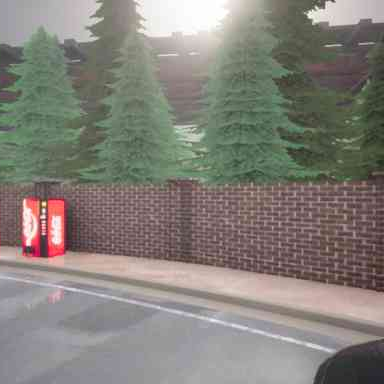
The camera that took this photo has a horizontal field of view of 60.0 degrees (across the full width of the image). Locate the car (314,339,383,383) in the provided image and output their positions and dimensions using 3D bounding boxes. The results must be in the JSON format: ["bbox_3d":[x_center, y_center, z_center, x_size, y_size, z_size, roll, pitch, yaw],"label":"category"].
[{"bbox_3d":[2.903,1.526,1.415,4.674,1.442,1.812,0,0,41],"label":"car"}]

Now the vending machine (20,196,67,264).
[{"bbox_3d":[-4.924,1.195,11.076,0.880,2.100,1.100,0,0,23],"label":"vending machine"}]
